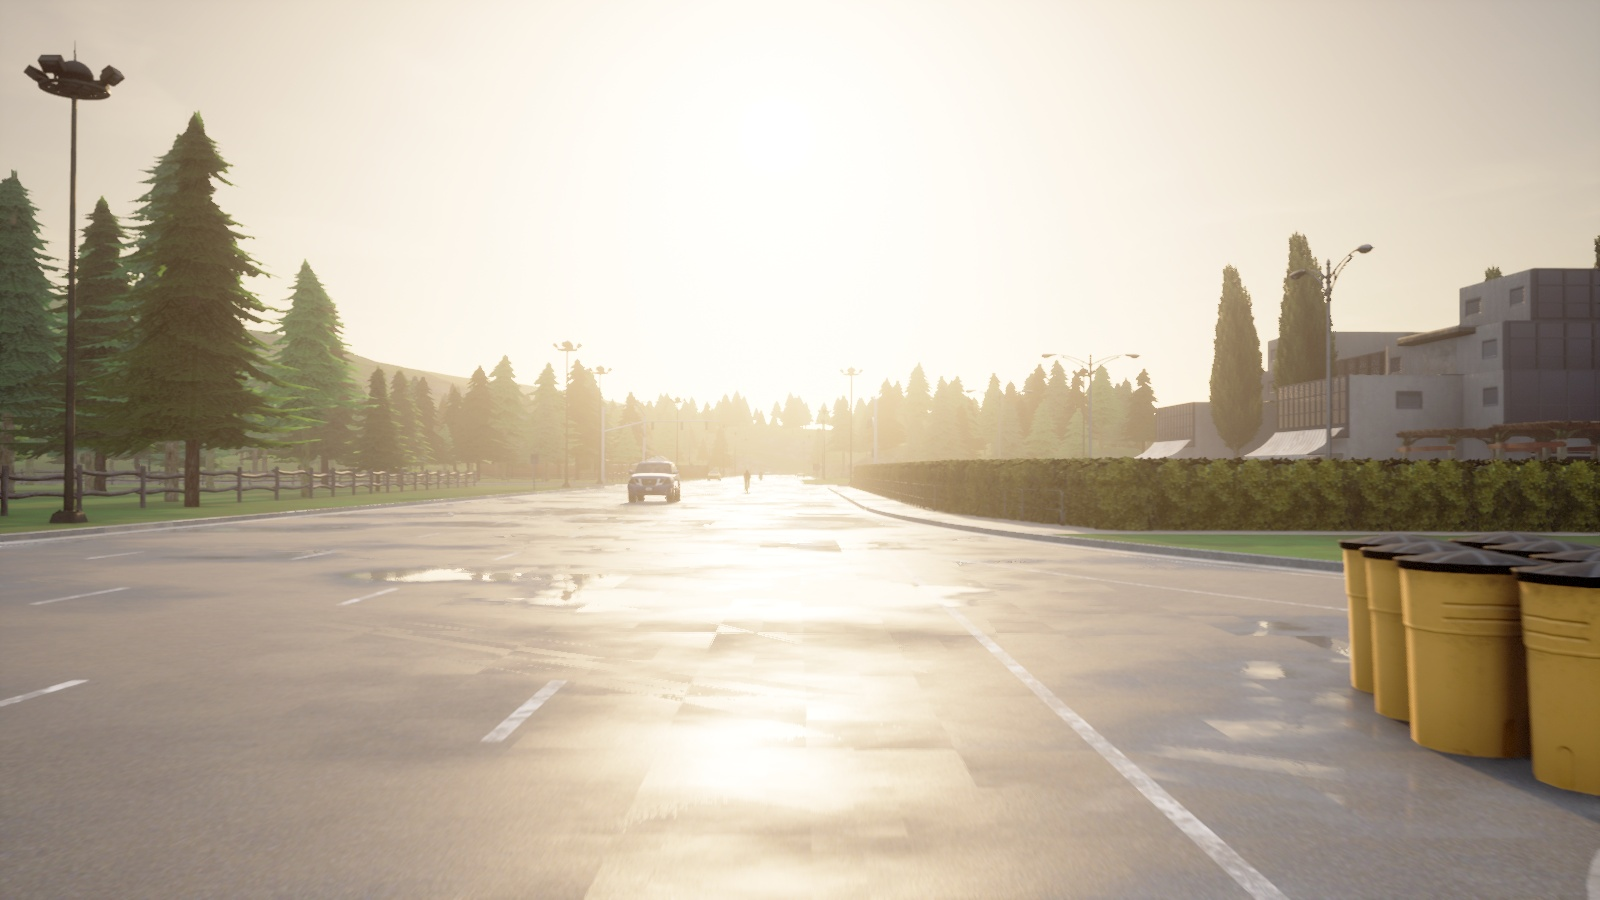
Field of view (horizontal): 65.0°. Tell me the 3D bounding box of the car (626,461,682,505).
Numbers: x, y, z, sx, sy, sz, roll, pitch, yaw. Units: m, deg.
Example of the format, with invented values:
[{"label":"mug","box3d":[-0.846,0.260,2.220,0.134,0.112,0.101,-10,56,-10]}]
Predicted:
[{"label":"car","box3d":[-7.145,1.600,62.011,2.150,2.045,5.566,0,-1,0]}]
